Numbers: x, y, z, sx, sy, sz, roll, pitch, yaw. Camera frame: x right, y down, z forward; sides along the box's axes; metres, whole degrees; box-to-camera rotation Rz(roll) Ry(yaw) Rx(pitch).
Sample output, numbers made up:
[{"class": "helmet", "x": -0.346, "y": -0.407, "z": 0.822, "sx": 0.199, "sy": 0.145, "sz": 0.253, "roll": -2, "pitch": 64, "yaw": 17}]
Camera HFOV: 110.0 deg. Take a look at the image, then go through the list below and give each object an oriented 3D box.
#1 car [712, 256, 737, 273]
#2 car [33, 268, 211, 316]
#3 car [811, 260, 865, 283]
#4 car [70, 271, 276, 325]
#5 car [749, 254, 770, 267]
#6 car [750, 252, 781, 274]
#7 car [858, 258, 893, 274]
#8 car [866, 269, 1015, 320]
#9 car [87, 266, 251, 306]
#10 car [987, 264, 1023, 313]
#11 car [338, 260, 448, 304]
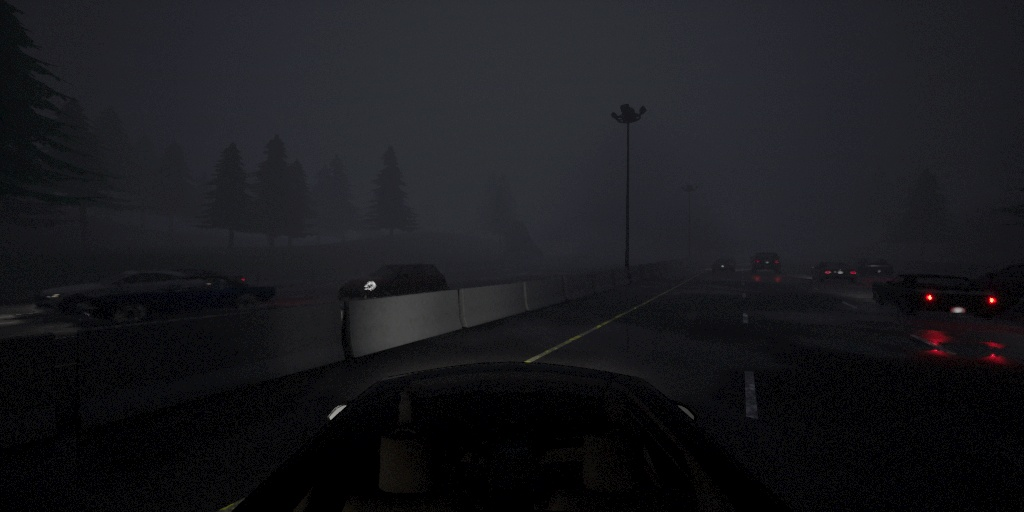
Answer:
[{"class": "car", "x": 21.887, "y": 0.955, "z": 37.086, "sx": 1.994, "sy": 1.385, "sz": 4.181, "roll": 0, "pitch": 1, "yaw": 33}, {"class": "car", "x": -14.177, "y": 1.264, "z": 13.538, "sx": 1.812, "sy": 1.442, "sz": 4.674, "roll": 0, "pitch": 0, "yaw": 33}, {"class": "car", "x": 22.827, "y": 1.091, "z": 25.551, "sx": 2.033, "sy": 1.411, "sz": 5.357, "roll": 0, "pitch": 1, "yaw": 33}, {"class": "car", "x": -10.943, "y": 1.342, "z": 12.098, "sx": 1.895, "sy": 1.301, "sz": 4.718, "roll": 0, "pitch": 0, "yaw": 33}, {"class": "car", "x": 32.507, "y": 0.582, "z": 47.184, "sx": 2.128, "sy": 1.511, "sz": 4.902, "roll": 0, "pitch": 1, "yaw": 32}, {"class": "car", "x": 24.468, "y": 0.627, "z": 34.621, "sx": 2.150, "sy": 2.045, "sz": 5.566, "roll": 0, "pitch": 1, "yaw": 32}, {"class": "car", "x": 29.579, "y": 0.927, "z": 29.623, "sx": 2.128, "sy": 1.511, "sz": 4.902, "roll": 0, "pitch": 1, "yaw": 33}, {"class": "car", "x": 14.519, "y": 1.304, "z": 12.566, "sx": 1.895, "sy": 1.301, "sz": 4.718, "roll": 0, "pitch": 0, "yaw": 33}, {"class": "car", "x": -16.021, "y": 1.282, "z": 17.150, "sx": 2.033, "sy": 1.411, "sz": 5.357, "roll": 0, "pitch": 0, "yaw": 33}, {"class": "car", "x": 18.789, "y": 1.039, "z": 12.746, "sx": 2.097, "sy": 1.767, "sz": 4.553, "roll": 0, "pitch": 0, "yaw": 33}, {"class": "car", "x": -4.846, "y": 1.085, "z": 15.134, "sx": 2.097, "sy": 1.767, "sz": 4.553, "roll": 0, "pitch": 0, "yaw": 33}]
